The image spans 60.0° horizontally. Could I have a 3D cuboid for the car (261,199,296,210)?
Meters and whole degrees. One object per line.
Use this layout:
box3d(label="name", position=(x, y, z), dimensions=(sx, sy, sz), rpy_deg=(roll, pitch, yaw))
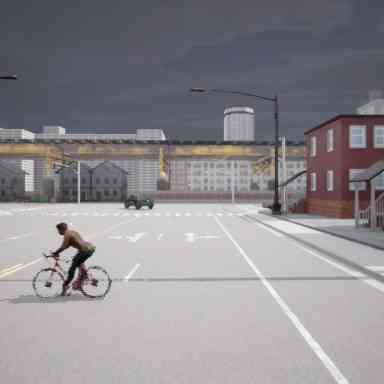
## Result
box3d(label="car", position=(11.311, 1.547, 40.948), dimensions=(5.357, 1.411, 2.033), rpy_deg=(0, 0, 4))

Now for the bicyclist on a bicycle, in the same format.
box3d(label="bicyclist on a bicycle", position=(-2.530, 1.455, 6.960), dimensions=(1.656, 1.620, 0.582), rpy_deg=(-2, 0, 1))

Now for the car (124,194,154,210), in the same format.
box3d(label="car", position=(-7.004, 1.221, 43.846), dimensions=(2.150, 2.045, 5.566), rpy_deg=(0, 0, -35))
